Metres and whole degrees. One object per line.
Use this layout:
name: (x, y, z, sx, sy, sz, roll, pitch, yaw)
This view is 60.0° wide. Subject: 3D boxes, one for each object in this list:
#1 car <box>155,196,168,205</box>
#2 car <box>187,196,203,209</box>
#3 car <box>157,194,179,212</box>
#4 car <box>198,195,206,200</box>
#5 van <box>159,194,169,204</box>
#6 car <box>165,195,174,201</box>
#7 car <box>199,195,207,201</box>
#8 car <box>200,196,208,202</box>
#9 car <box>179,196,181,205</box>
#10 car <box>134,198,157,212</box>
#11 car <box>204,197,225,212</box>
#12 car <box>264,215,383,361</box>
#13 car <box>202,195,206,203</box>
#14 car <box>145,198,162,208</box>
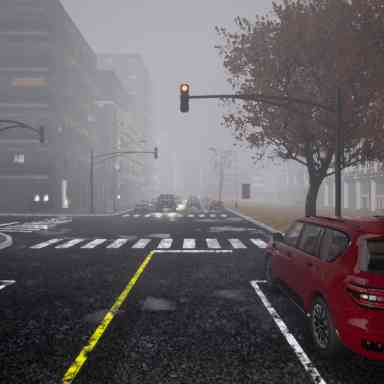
car: (-5.581, 1.476, 60.446, 1.967, 1.590, 4.097, 0, 0, 0)
car: (0.198, 1.620, 46.569, 1.895, 1.301, 4.718, 0, 0, 0)
car: (-3.020, 1.235, 40.061, 2.150, 2.045, 5.566, 0, 0, 0)
car: (2.859, 1.637, 93.627, 2.008, 1.369, 4.403, 0, 0, 0)
van: (-5.571, 1.384, 65.979, 1.690, 1.788, 3.998, 0, 0, 0)
car: (-5.541, 1.506, 82.577, 1.967, 1.590, 4.097, 0, 0, 0)
car: (2.849, 1.620, 88.094, 1.887, 1.381, 4.507, 0, 0, 0)
car: (2.830, 1.583, 77.199, 1.752, 1.417, 4.829, 0, 0, 0)
car: (-2.993, 1.528, 50.079, 1.837, 1.490, 4.892, 0, 0, 0)
car: (-5.620, 1.563, 38.315, 2.008, 1.369, 4.403, 0, 0, 0)
car: (2.760, 1.557, 38.300, 1.887, 1.381, 4.507, 0, 0, 0)
car: (2.702, 1.315, 5.912, 2.192, 1.841, 5.009, 0, 0, 0)
car: (2.780, 1.548, 49.535, 1.752, 1.417, 4.829, 0, 0, 0)
car: (-5.601, 1.573, 49.381, 2.008, 1.369, 4.403, 0, 0, 0)
